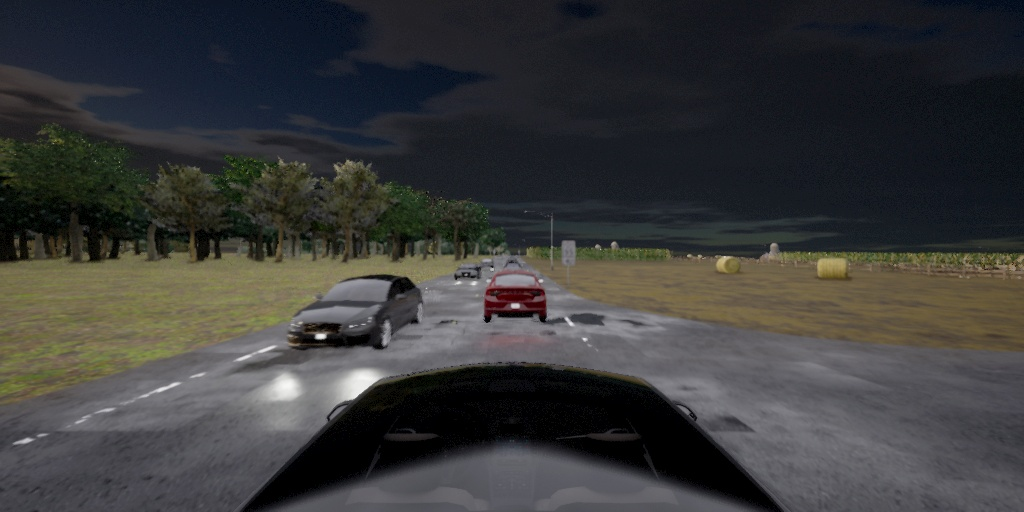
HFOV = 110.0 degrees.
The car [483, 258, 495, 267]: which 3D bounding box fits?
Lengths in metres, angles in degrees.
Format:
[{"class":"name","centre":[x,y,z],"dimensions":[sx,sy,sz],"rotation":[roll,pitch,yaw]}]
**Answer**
[{"class":"car","centre":[-3.565,1.077,51.824],"dimensions":[1.812,1.442,4.674],"rotation":[0,0,0]}]

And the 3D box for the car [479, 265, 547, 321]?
[{"class":"car","centre":[0.097,1.234,12.436],"dimensions":[1.882,1.535,5.008],"rotation":[0,0,0]}]

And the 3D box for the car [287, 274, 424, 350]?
[{"class":"car","centre":[-3.601,1.260,9.178],"dimensions":[1.837,1.490,4.892],"rotation":[0,0,0]}]

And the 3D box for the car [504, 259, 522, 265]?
[{"class":"car","centre":[0.090,1.266,33.478],"dimensions":[1.994,1.385,4.181],"rotation":[0,0,0]}]

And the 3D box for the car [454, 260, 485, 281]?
[{"class":"car","centre":[-3.604,1.283,30.105],"dimensions":[1.994,1.385,4.181],"rotation":[0,0,0]}]
